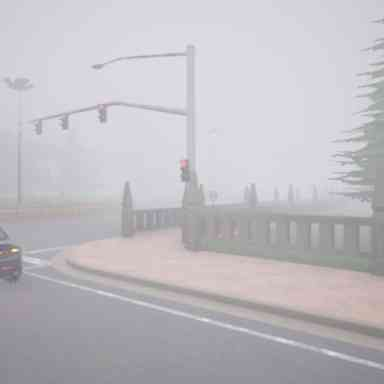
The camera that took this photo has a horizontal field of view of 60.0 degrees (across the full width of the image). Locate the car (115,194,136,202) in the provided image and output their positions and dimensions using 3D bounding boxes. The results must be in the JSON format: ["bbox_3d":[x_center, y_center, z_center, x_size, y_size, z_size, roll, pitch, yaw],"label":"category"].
[{"bbox_3d":[-11.015,1.287,51.302,2.150,2.045,5.566,0,1,36],"label":"car"}]

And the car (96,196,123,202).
[{"bbox_3d":[-10.538,1.599,39.956,1.812,1.442,4.674,0,0,36],"label":"car"}]

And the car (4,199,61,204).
[{"bbox_3d":[-15.648,1.637,32.850,1.994,1.385,4.181,0,0,36],"label":"car"}]

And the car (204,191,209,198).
[{"bbox_3d":[0.999,0.919,56.048,2.150,2.045,5.566,0,3,36],"label":"car"}]

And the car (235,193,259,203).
[{"bbox_3d":[7.823,1.339,47.266,1.837,1.490,4.892,0,3,35],"label":"car"}]

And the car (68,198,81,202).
[{"bbox_3d":[-16.721,1.594,43.347,1.837,1.490,4.892,0,0,36],"label":"car"}]

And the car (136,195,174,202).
[{"bbox_3d":[-5.170,1.553,47.454,1.837,1.490,4.892,0,1,36],"label":"car"}]

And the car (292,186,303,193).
[{"bbox_3d":[20.462,-0.484,65.027,2.128,1.511,4.902,0,6,35],"label":"car"}]

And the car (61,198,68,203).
[{"bbox_3d":[-17.025,1.628,36.926,2.033,1.411,5.357,0,0,36],"label":"car"}]

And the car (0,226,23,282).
[{"bbox_3d":[-6.122,1.528,8.857,4.892,1.490,1.837,0,1,44],"label":"car"}]

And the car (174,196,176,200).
[{"bbox_3d":[-4.939,1.241,59.774,1.837,1.490,4.892,0,3,36],"label":"car"}]

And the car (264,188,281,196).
[{"bbox_3d":[15.498,-0.003,64.087,2.033,1.411,5.357,0,6,35],"label":"car"}]

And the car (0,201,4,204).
[{"bbox_3d":[-22.163,1.594,35.780,1.837,1.490,4.892,0,0,36],"label":"car"}]

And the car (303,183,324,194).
[{"bbox_3d":[23.552,-0.811,63.335,2.150,2.045,5.566,0,7,35],"label":"car"}]
